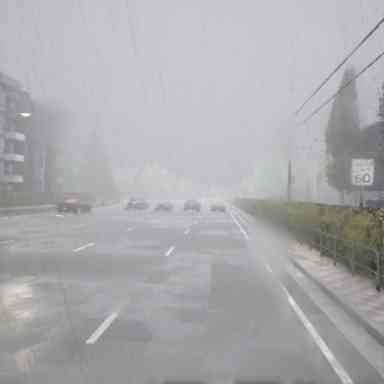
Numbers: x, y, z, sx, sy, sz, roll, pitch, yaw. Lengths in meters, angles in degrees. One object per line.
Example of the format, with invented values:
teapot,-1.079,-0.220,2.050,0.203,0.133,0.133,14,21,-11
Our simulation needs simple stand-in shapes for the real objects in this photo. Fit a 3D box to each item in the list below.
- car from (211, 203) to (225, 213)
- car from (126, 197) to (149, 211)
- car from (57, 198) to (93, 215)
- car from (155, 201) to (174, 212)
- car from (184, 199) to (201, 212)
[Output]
car,3.624,2.128,46.236,1.895,1.301,4.718,2,0,5
car,-7.086,1.504,43.949,2.097,1.767,4.553,2,-1,5
car,-11.458,1.389,32.874,1.882,1.535,5.008,2,0,5
car,-3.584,1.869,43.927,1.895,1.301,4.718,2,0,5
car,0.111,1.759,45.990,2.097,1.767,4.553,2,-1,5
